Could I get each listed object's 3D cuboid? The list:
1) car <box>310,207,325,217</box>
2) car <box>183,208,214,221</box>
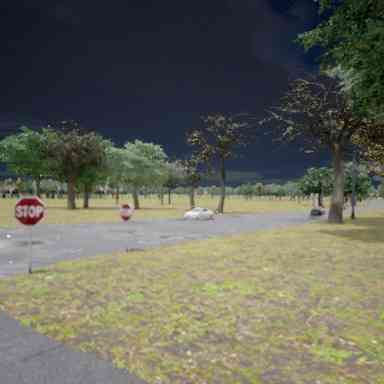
[{"bbox_3d":[21.839,3.459,57.661,1.837,1.490,4.892,2,0,30],"label":"car"},{"bbox_3d":[0.909,2.609,39.535,1.812,1.442,4.674,1,-1,36],"label":"car"}]
